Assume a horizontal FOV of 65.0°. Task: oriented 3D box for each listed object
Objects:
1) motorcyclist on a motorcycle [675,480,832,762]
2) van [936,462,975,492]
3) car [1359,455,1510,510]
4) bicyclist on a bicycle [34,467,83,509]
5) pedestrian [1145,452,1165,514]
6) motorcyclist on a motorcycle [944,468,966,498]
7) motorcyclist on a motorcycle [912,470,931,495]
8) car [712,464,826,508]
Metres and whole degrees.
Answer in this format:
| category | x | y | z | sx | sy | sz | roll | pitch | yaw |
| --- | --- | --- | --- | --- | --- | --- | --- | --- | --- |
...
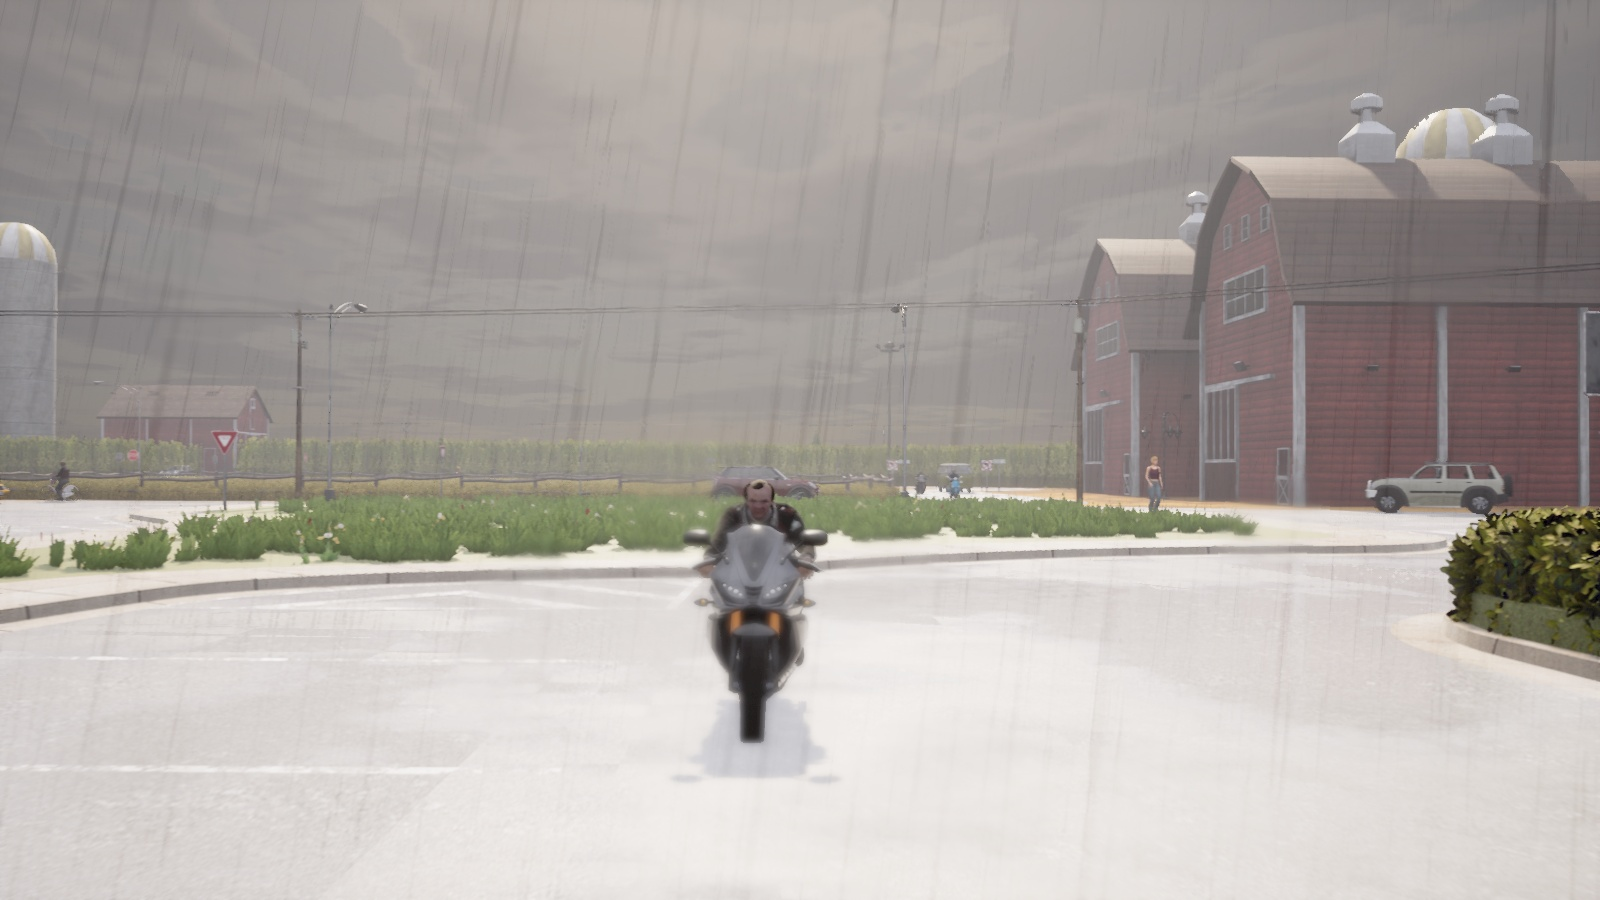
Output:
| category | x | y | z | sx | sy | sz | roll | pitch | yaw |
| --- | --- | --- | --- | --- | --- | --- | --- | --- | --- |
| motorcyclist on a motorcycle | -0.250 | 0.970 | 8.049 | 0.866 | 1.530 | 2.191 | 0 | -1 | 1 |
| van | 10.516 | 1.819 | 85.388 | 1.775 | 1.987 | 4.442 | 0 | -1 | -4 |
| car | 22.237 | 1.131 | 44.063 | 4.605 | 1.855 | 1.932 | -1 | -1 | 30 |
| bicyclist on a bicycle | -31.841 | 1.625 | 53.930 | 1.843 | 1.776 | 0.659 | 0 | 0 | 9 |
| pedestrian | 10.492 | 0.968 | 37.109 | 0.345 | 1.836 | 0.594 | 0 | -1 | -8 |
| motorcyclist on a motorcycle | 8.317 | 1.755 | 67.396 | 0.866 | 1.590 | 1.817 | 0 | -1 | -4 |
| motorcyclist on a motorcycle | 7.550 | 2.003 | 78.126 | 0.866 | 1.530 | 2.191 | 0 | -1 | -4 |
| car | -1.234 | 1.452 | 51.285 | 4.553 | 1.767 | 2.097 | 0 | -1 | 0 |
